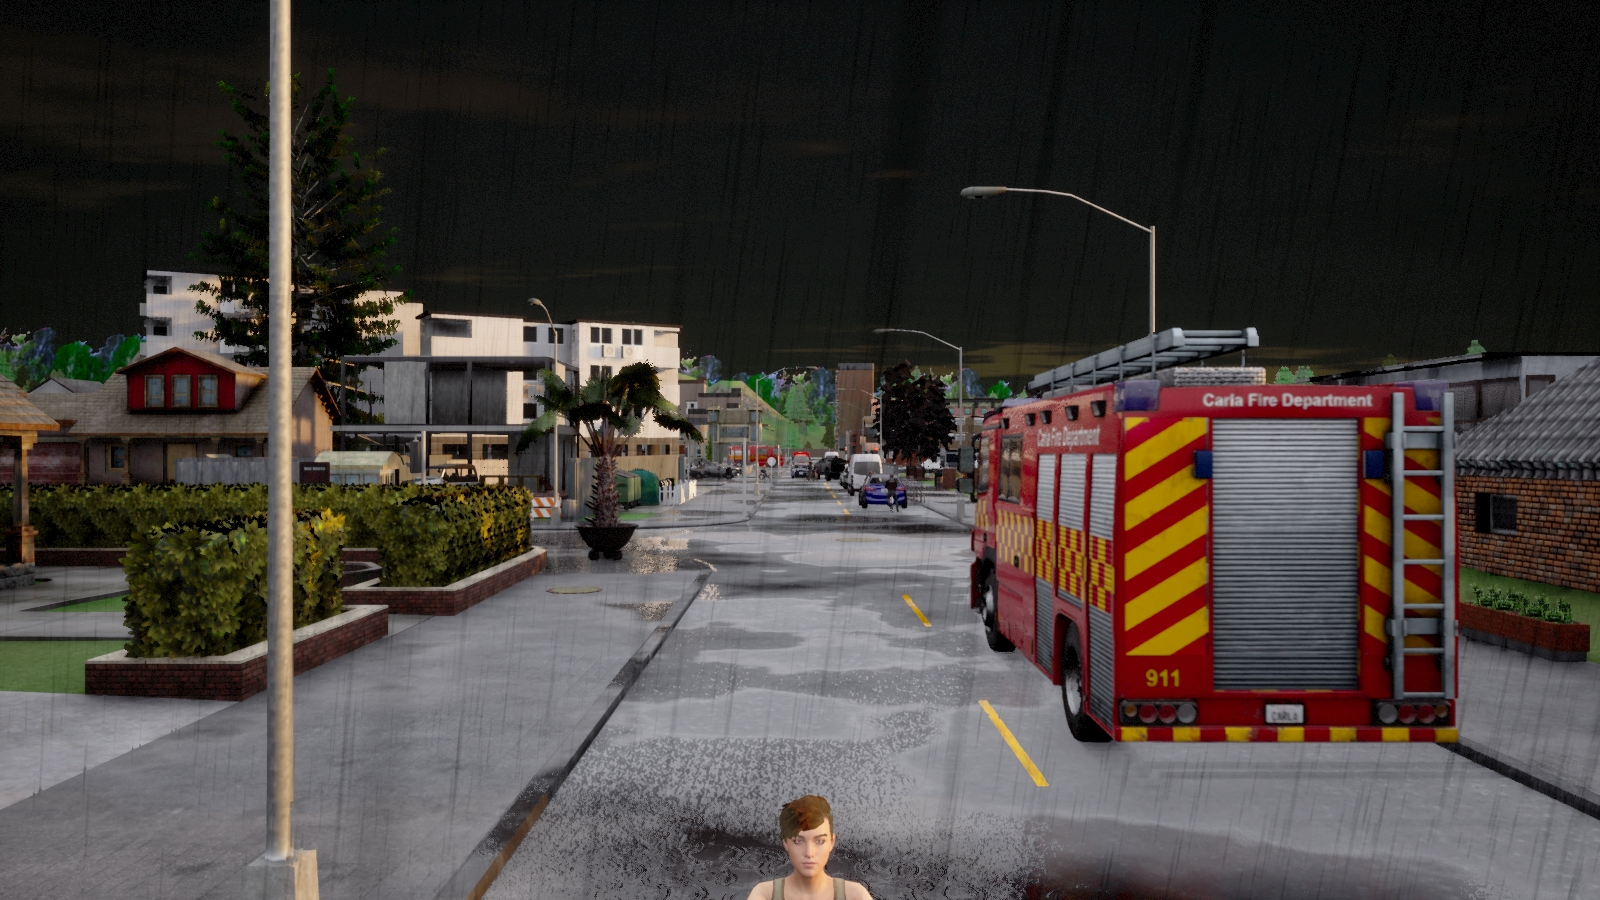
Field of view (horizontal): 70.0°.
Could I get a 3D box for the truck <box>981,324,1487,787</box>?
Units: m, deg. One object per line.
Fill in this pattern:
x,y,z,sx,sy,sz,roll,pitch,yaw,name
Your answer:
4.260,0.888,13.694,2.891,3.827,8.468,0,0,0,truck

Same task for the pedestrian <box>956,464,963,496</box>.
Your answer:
9.287,1.744,66.676,0.375,1.860,0.375,0,0,1,pedestrian

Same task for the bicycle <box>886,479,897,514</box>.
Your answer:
4.077,2.060,50.936,0.329,1.471,1.835,0,0,0,bicycle

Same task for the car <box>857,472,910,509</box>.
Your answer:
4.046,1.967,56.171,2.242,1.667,4.611,0,0,0,car

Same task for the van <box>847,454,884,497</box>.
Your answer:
4.045,1.534,71.355,1.988,2.561,5.915,0,0,0,van

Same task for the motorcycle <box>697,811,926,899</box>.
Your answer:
0.039,2.155,3.558,0.764,1.307,2.356,0,0,0,motorcycle
